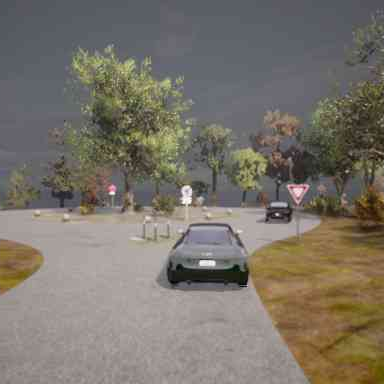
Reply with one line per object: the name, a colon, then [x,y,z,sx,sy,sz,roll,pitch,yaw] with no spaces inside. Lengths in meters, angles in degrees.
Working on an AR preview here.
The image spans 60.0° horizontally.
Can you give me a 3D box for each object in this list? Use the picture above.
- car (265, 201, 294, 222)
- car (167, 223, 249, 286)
car: [6.973,1.481,26.448,1.882,1.535,5.008,0,0,18]
car: [0.494,1.566,9.460,1.994,1.385,4.181,0,0,4]
